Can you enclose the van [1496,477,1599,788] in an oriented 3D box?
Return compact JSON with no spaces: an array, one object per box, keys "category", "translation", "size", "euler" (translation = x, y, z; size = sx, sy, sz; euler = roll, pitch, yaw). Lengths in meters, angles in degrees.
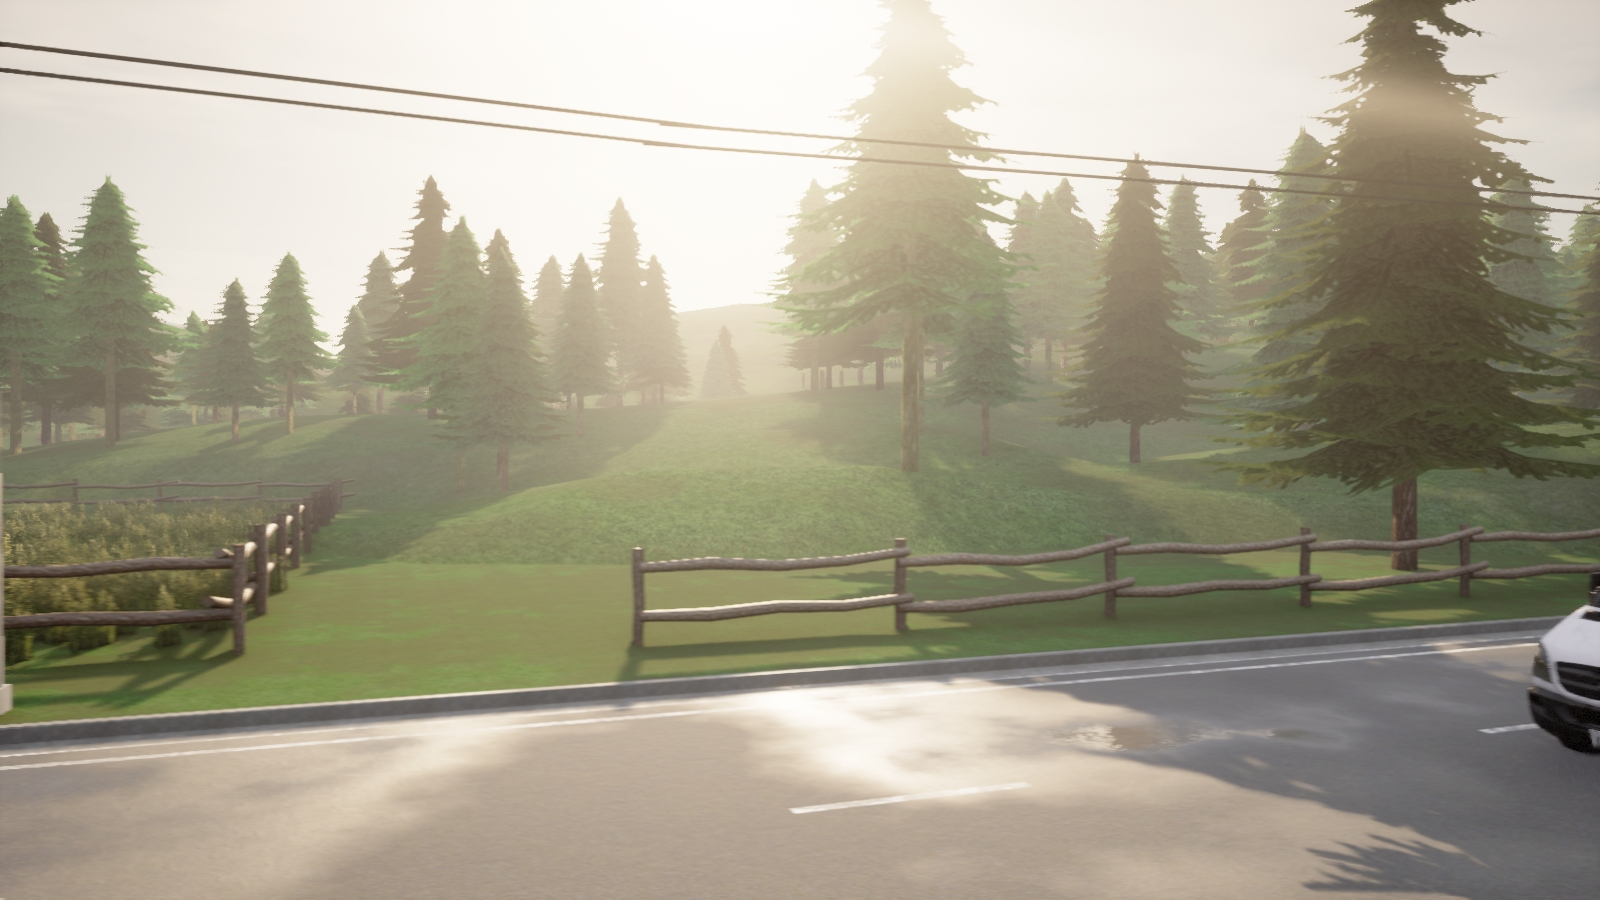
[{"category":"van","translation":[9.450,1.534,10.466],"size":[5.915,2.561,1.988],"euler":[0,0,-20]}]
